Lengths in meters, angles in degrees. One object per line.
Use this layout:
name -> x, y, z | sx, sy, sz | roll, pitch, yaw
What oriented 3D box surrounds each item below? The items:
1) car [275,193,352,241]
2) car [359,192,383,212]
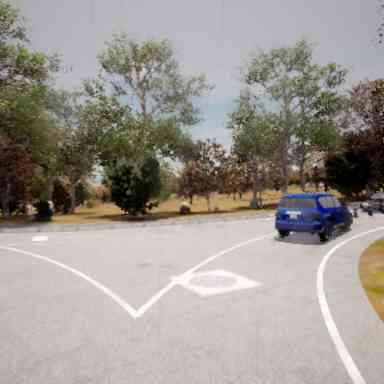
car -> 6.009, 1.065, 16.193 | 2.150, 2.045, 5.566 | 0, 1, 39
car -> 15.863, 0.751, 27.141 | 4.902, 1.511, 2.128 | -4, 2, -23
